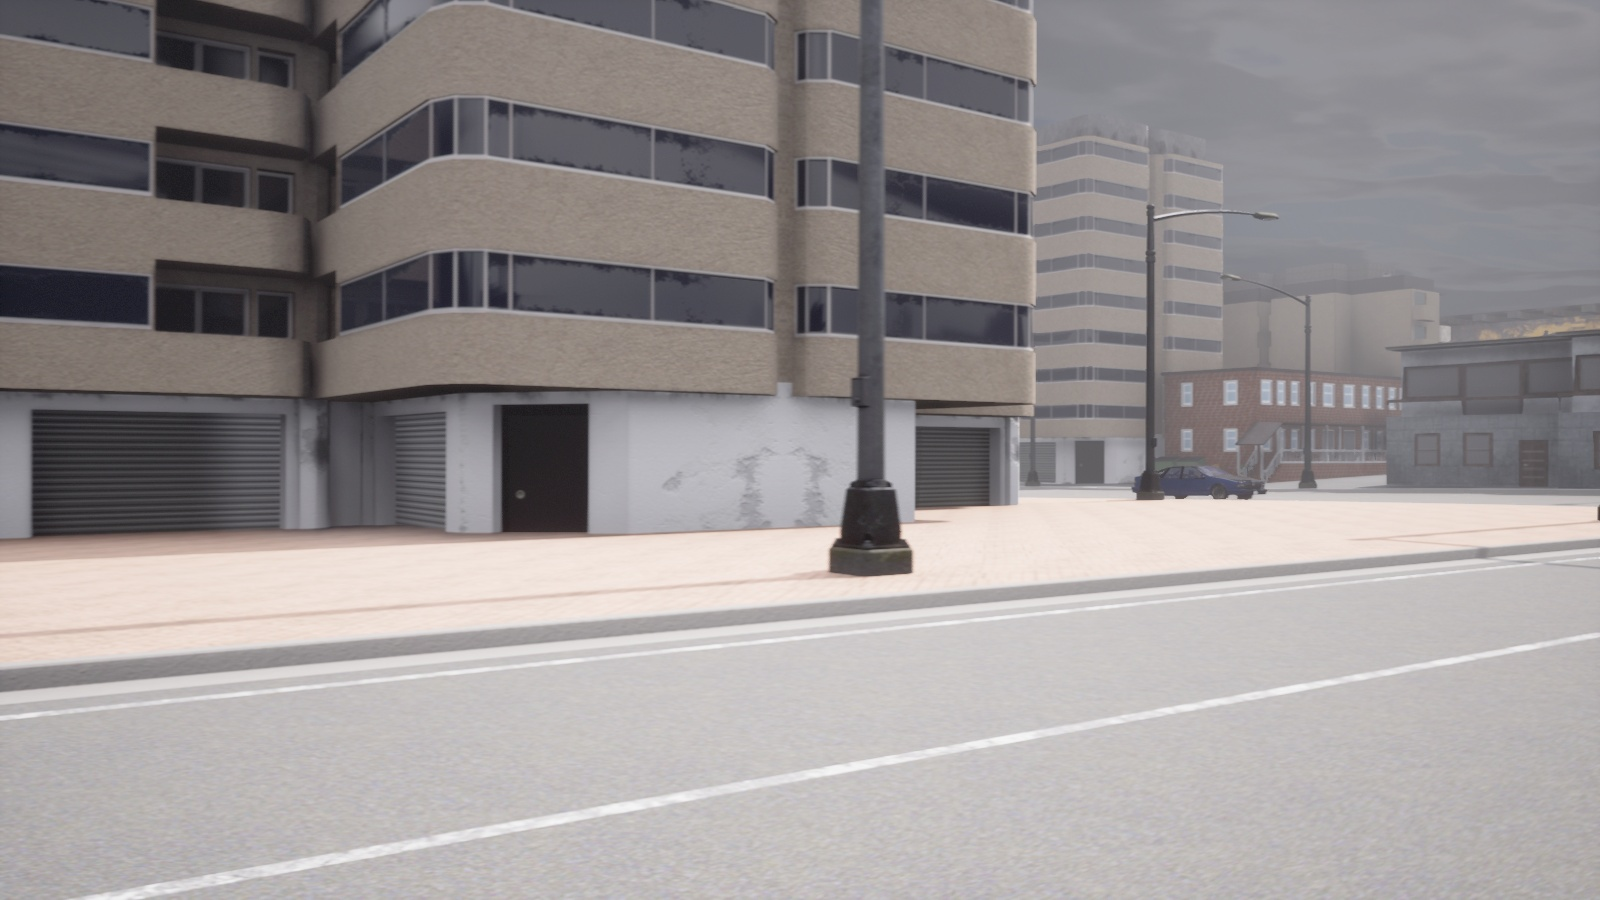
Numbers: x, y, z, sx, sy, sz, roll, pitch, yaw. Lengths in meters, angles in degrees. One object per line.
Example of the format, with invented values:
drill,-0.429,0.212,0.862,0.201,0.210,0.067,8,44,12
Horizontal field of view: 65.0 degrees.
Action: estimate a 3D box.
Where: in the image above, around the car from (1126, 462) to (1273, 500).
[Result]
car,15.792,1.231,49.896,2.033,1.411,5.357,0,-1,-36
